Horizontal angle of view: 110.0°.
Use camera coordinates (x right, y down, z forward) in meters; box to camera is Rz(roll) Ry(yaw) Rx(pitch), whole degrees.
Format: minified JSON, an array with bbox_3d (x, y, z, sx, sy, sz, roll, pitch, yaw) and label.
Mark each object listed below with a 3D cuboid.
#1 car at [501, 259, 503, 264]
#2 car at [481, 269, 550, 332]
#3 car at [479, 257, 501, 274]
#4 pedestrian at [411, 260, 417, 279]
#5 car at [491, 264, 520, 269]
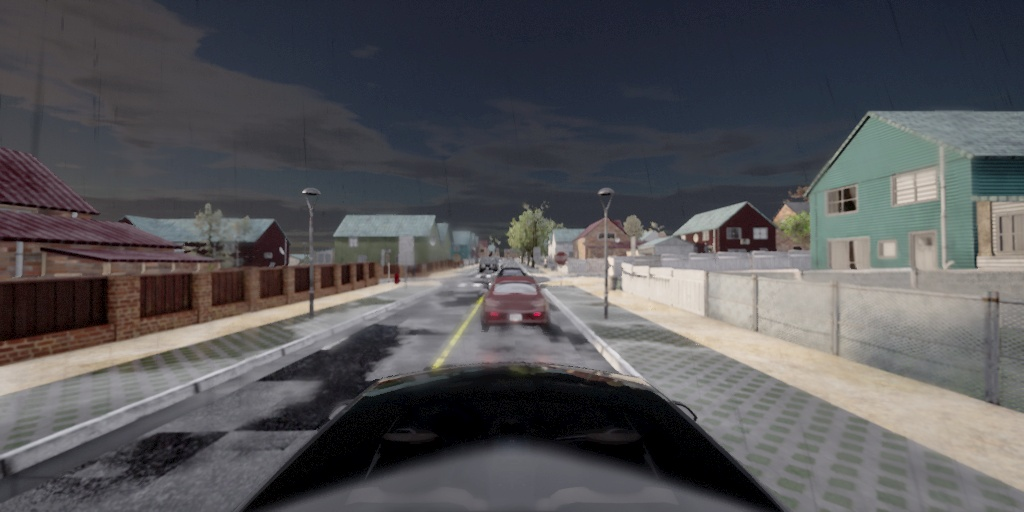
[{"bbox_3d":[-2.811,1.145,64.481,2.150,2.045,5.566,0,0,1],"label":"car"},{"bbox_3d":[0.086,1.304,10.880,1.812,1.442,4.674,0,0,0],"label":"car"},{"bbox_3d":[-2.869,1.093,44.703,2.150,2.045,5.566,0,0,0],"label":"car"},{"bbox_3d":[-9.711,1.307,35.488,0.375,1.860,0.375,0,0,0],"label":"pedestrian"},{"bbox_3d":[-0.044,1.373,21.079,1.994,1.385,4.181,0,0,-2],"label":"car"}]
